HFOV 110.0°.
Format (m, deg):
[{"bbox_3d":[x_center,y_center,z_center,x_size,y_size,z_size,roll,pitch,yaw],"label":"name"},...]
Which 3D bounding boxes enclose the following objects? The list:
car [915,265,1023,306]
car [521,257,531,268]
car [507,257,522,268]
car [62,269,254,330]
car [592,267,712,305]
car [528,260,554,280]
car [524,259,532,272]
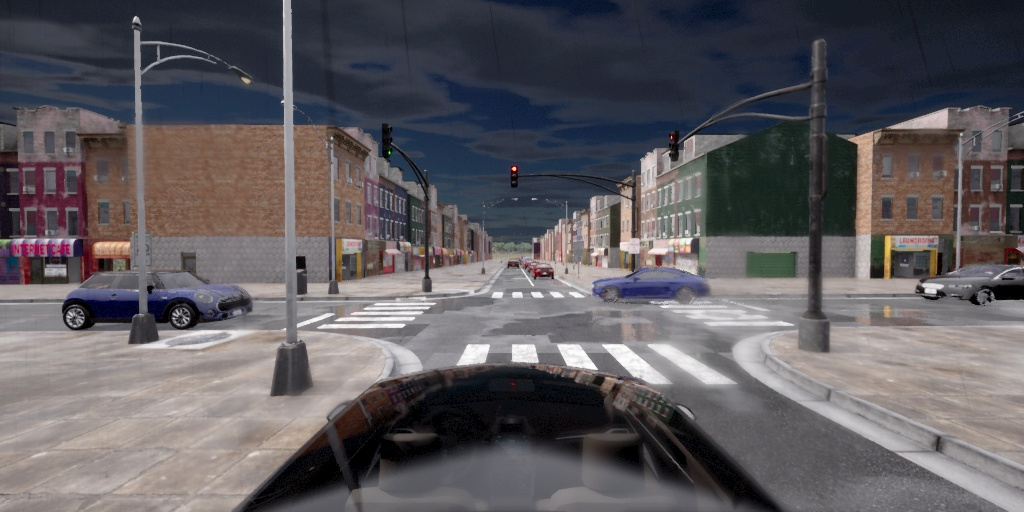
[{"bbox_3d":[18.896,1.096,14.069,4.902,1.511,2.128,-1,1,0],"label":"car"},{"bbox_3d":[2.742,1.293,53.785,1.888,1.381,4.507,0,0,0],"label":"car"},{"bbox_3d":[0.216,1.226,59.284,1.882,1.535,5.008,0,0,0],"label":"car"},{"bbox_3d":[-10.791,1.203,11.184,4.553,1.767,2.097,0,1,0],"label":"car"},{"bbox_3d":[5.762,1.203,15.126,4.674,1.442,1.812,-1,0,14],"label":"car"},{"bbox_3d":[2.697,1.292,31.655,1.888,1.381,4.507,0,0,0],"label":"car"},{"bbox_3d":[2.719,1.329,42.720,1.802,1.307,4.207,0,0,0],"label":"car"}]
